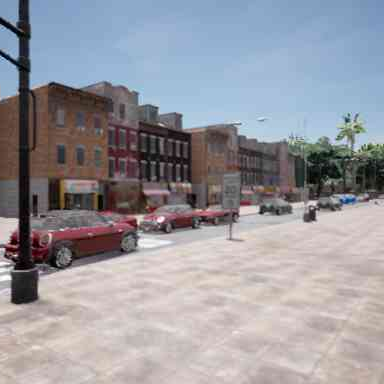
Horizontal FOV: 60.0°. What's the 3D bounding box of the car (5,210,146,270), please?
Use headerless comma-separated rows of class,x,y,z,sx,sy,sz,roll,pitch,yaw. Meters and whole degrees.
car,-3.909,1.420,11.689,2.097,1.767,4.553,0,0,28

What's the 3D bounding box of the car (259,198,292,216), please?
car,8.619,1.406,34.062,2.097,1.767,4.553,0,0,36

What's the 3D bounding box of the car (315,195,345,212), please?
car,16.539,1.385,40.305,2.097,1.767,4.553,0,0,36

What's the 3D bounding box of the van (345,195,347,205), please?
van,24.112,1.394,55.517,1.690,1.788,3.998,0,0,36

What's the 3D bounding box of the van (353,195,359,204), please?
van,30.473,1.402,64.404,1.690,1.788,3.998,0,0,36

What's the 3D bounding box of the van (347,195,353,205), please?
van,27.292,1.398,59.960,1.690,1.788,3.998,0,0,36

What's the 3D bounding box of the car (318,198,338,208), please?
car,20.933,1.631,51.072,1.802,1.307,4.206,0,0,36

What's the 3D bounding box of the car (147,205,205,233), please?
car,-1.327,1.513,19.969,1.967,1.590,4.097,0,0,36

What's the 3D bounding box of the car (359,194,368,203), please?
car,36.834,1.620,73.290,2.008,1.369,4.403,0,0,36

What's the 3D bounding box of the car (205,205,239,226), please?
car,1.854,1.611,24.413,1.887,1.381,4.507,0,0,36
